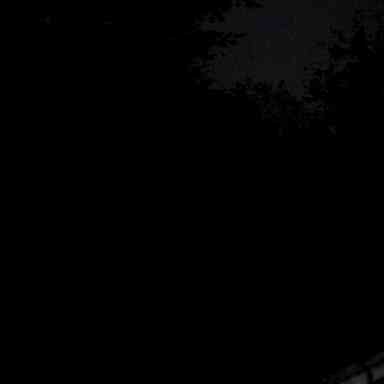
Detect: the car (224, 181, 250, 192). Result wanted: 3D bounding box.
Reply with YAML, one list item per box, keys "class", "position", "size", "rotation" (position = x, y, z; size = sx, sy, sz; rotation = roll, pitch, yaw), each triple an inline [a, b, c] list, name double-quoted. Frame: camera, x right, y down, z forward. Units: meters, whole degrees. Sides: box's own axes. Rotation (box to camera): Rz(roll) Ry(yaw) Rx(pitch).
- class: "car"
  position: [7.583, -0.944, 55.740]
  size: [1.946, 1.575, 5.366]
  rotation: [5, 3, 36]

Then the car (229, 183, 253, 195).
- class: "car"
  position: [6.756, -0.229, 40.414]
  size: [2.163, 1.488, 4.792]
  rotation: [5, 3, 36]

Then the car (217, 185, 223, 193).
- class: "car"
  position: [4.531, -0.460, 42.058]
  size: [2.097, 1.535, 5.008]
  rotation: [5, 3, 36]
